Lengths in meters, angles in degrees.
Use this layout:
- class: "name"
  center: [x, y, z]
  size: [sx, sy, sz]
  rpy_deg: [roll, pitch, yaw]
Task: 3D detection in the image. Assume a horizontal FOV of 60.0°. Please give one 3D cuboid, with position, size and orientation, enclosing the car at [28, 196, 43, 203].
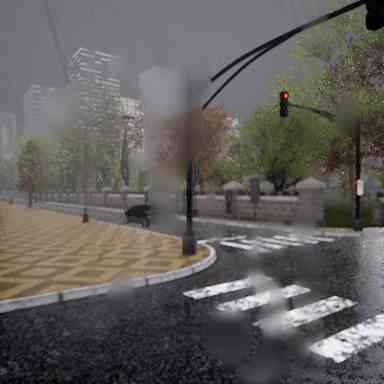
- class: "car"
  center: [-26.688, 1.293, 56.639]
  size: [2.097, 1.767, 4.553]
  rpy_deg: [0, 0, -34]

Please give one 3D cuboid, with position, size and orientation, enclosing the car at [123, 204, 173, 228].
- class: "car"
  center: [-3.069, 1.541, 22.265]
  size: [1.812, 1.442, 4.674]
  rpy_deg: [0, 0, -34]
